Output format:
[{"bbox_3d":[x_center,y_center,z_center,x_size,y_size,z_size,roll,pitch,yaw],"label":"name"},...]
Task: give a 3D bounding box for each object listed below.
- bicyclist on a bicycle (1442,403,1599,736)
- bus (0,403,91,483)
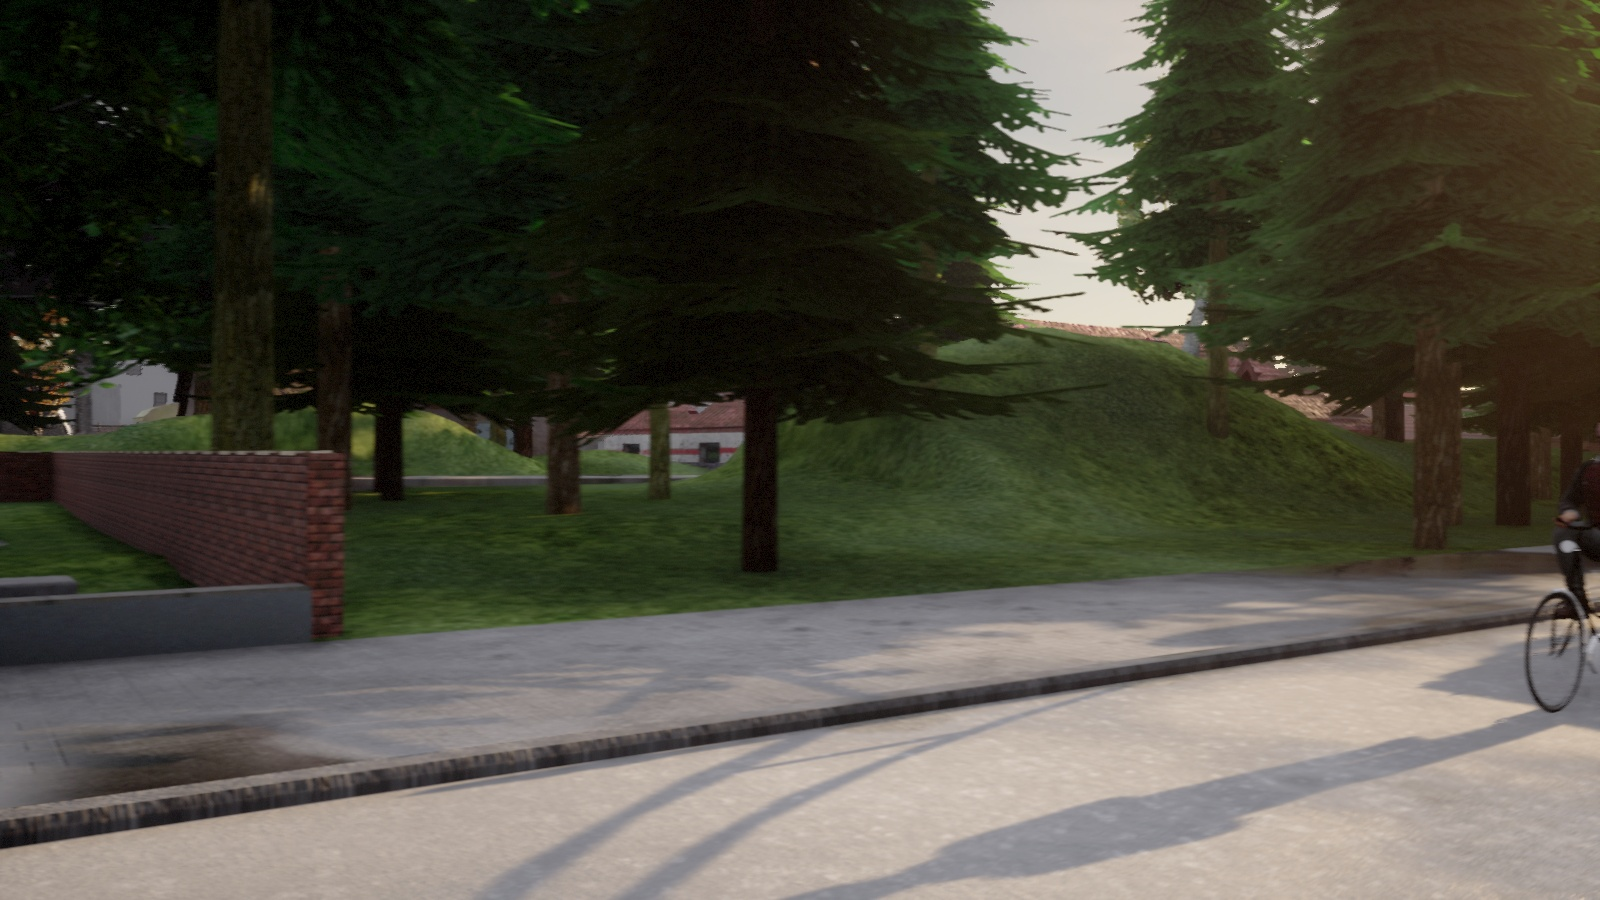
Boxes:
[{"bbox_3d":[4.655,0.646,7.507,1.843,1.776,0.659,1,0,-35],"label":"bicyclist on a bicycle"},{"bbox_3d":[-44.746,-0.363,68.352,10.273,4.253,3.944,0,0,-37],"label":"bus"}]
